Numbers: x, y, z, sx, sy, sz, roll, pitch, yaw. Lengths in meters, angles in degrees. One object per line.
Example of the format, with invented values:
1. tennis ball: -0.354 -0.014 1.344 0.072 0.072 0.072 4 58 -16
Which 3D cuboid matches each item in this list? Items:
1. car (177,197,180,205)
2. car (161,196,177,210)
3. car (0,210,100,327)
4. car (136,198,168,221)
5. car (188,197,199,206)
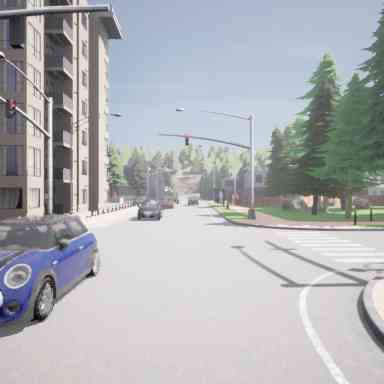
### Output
1. car: -3.287 1.515 60.451 1.882 1.535 5.008 0 0 0
2. car: -3.439 1.351 43.477 2.097 1.767 4.553 0 0 0
3. car: -3.578 1.353 7.224 2.097 1.767 4.553 0 0 0
4. car: -3.396 1.491 27.320 2.128 1.511 4.902 0 0 -2
5. car: 0.196 1.547 55.737 2.033 1.411 5.357 0 0 0
